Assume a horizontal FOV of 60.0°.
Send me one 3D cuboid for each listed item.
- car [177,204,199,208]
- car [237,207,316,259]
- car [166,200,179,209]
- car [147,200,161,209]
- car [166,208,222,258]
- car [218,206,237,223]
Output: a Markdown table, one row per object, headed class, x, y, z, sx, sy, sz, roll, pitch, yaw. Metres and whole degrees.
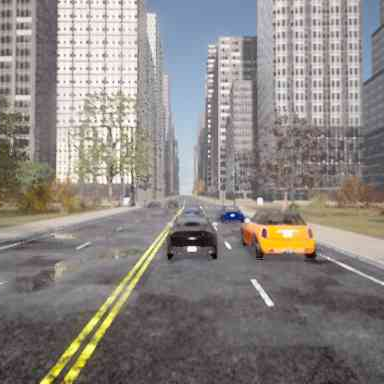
| class | x | y | z | sx | sy | sz | roll | pitch | yaw |
| --- | --- | --- | --- | --- | --- | --- | --- | --- | --- |
| car | 0.014 | 1.861 | 28.409 | 1.994 | 1.385 | 4.181 | 0 | 0 | 0 |
| car | 3.266 | 1.495 | 13.413 | 2.097 | 1.767 | 4.553 | 0 | -1 | 0 |
| car | -3.276 | 2.080 | 57.554 | 1.837 | 1.490 | 4.892 | 0 | -1 | 0 |
| car | -6.527 | 2.138 | 57.609 | 1.994 | 1.385 | 4.181 | 0 | -1 | 0 |
| car | 0.015 | 1.652 | 13.464 | 1.837 | 1.490 | 4.892 | 0 | 0 | 0 |
| car | 3.266 | 1.862 | 28.582 | 1.994 | 1.385 | 4.181 | 0 | 0 | 0 |
